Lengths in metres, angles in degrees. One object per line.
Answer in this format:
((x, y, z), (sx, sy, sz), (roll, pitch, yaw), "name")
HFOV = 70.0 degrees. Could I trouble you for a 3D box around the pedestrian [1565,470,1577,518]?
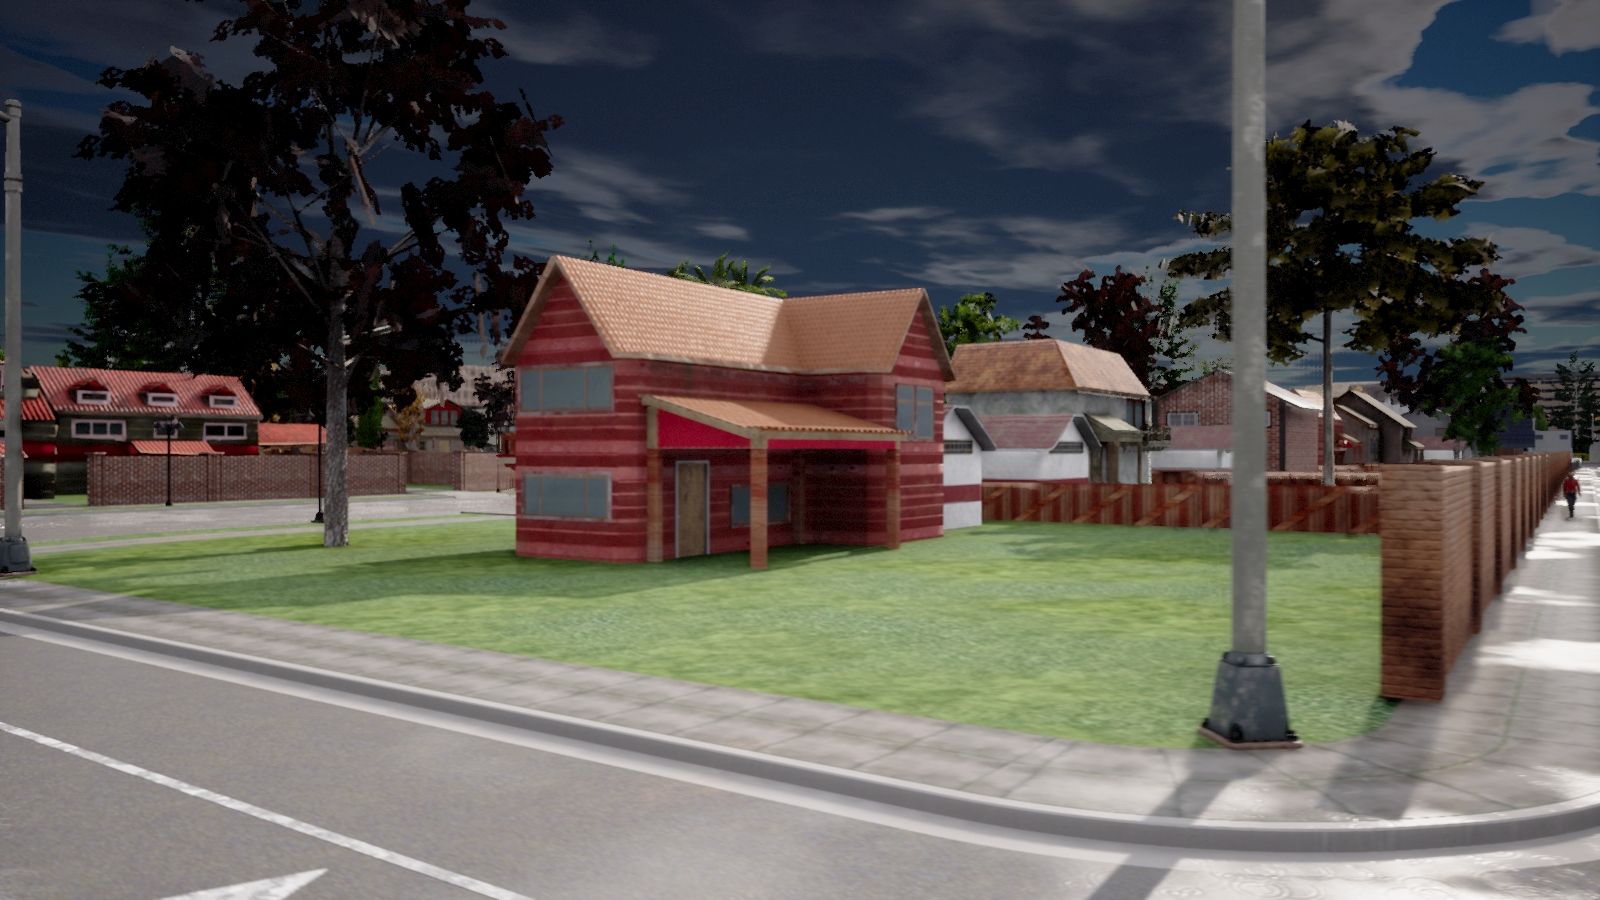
((29.782, 1.695, 44.124), (0.375, 1.860, 0.375), (0, 0, 34), "pedestrian")
